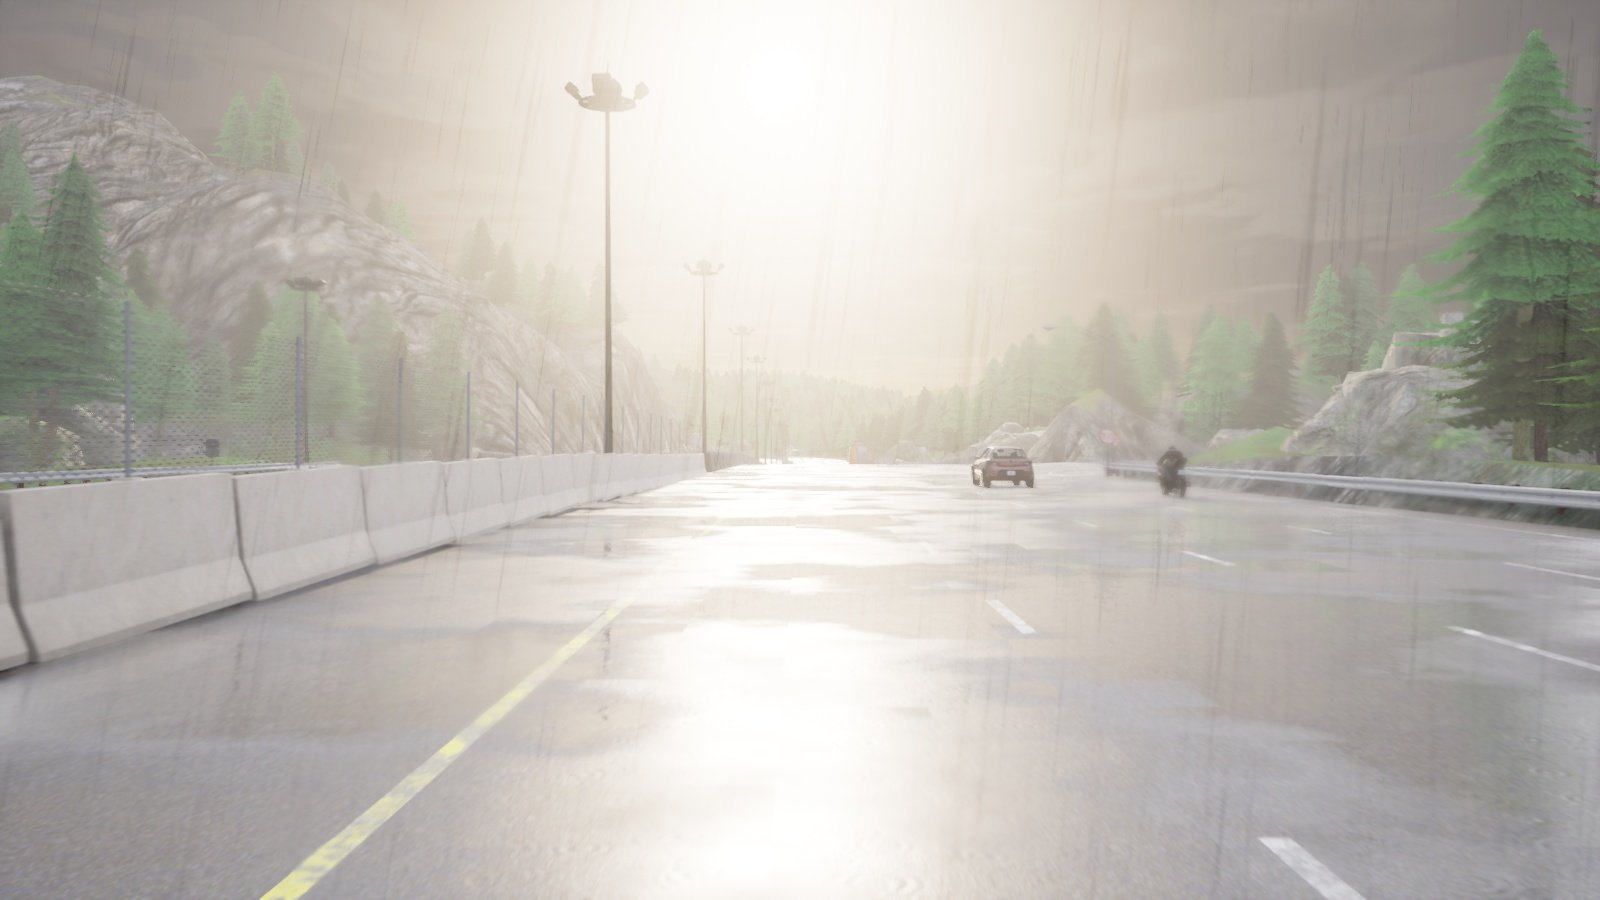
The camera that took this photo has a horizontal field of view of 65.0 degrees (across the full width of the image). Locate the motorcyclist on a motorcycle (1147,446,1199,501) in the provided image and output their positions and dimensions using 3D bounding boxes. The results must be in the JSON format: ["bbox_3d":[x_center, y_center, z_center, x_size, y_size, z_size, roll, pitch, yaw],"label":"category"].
[{"bbox_3d":[10.720,0.654,36.176,0.866,1.530,2.191,0,0,0],"label":"motorcyclist on a motorcycle"}]

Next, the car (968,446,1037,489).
[{"bbox_3d":[7.253,0.596,45.261,1.816,1.474,4.193,0,0,0],"label":"car"}]
